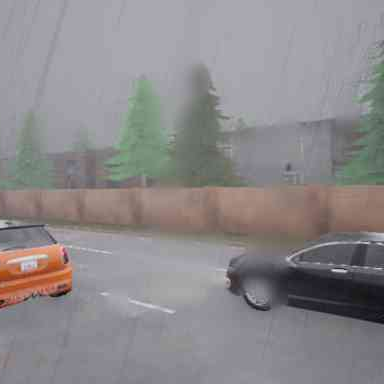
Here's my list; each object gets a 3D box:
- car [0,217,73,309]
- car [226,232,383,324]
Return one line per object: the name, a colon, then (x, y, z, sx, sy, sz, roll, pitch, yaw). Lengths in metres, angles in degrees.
car: (-4.730, 1.387, 7.365, 4.553, 1.767, 2.097, 0, 0, 35)
car: (2.974, 1.515, 6.165, 4.892, 1.490, 1.837, 0, 0, 36)
